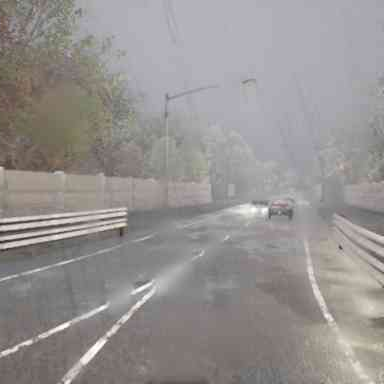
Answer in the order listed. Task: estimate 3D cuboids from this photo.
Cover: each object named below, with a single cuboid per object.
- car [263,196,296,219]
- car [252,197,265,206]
[{"bbox_3d":[7.403,1.348,27.591,2.128,1.511,4.902,1,0,18],"label":"car"},{"bbox_3d":[9.406,1.316,45.967,1.895,1.301,4.718,2,1,18],"label":"car"}]
